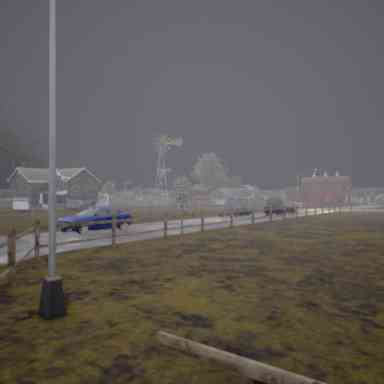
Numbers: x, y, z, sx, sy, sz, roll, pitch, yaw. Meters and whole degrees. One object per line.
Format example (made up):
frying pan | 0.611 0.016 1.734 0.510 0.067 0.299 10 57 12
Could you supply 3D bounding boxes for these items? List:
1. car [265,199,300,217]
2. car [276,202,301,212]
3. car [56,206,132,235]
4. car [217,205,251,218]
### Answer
car | 10.426 1.796 38.821 2.150 2.045 5.566 0 -1 35
car | 14.420 2.214 49.459 2.033 1.411 5.357 0 -1 35
car | -5.950 1.685 20.654 1.882 1.535 5.008 0 0 35
car | 4.538 2.061 35.570 1.895 1.301 4.718 0 -1 35
